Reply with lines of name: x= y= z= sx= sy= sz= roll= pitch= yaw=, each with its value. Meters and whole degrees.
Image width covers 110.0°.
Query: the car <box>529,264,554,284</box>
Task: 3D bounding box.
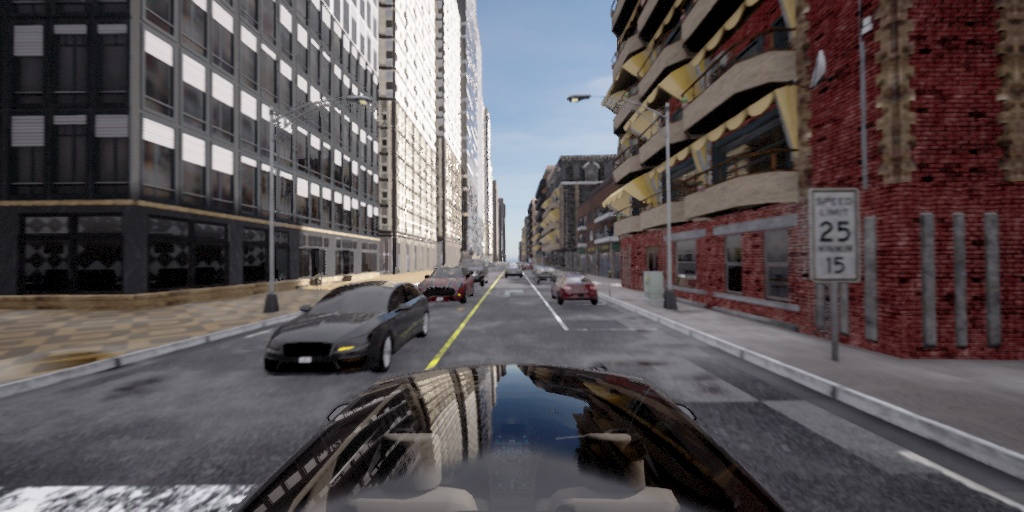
car: x=2.751 y=1.534 z=29.325 sx=2.007 sy=1.370 sz=4.403 roll=0 pitch=0 yaw=0

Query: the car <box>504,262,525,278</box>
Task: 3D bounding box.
car: x=0.176 y=1.678 z=39.970 sx=1.994 sy=1.385 sz=4.181 roll=0 pitch=-1 yaw=1

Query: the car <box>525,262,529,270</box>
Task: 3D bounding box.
car: x=2.833 y=1.915 z=63.214 sx=1.802 sy=1.307 sz=4.207 roll=0 pitch=0 yaw=0

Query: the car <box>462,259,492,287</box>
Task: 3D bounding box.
car: x=-3.041 y=1.240 z=28.003 sx=2.150 sy=2.045 sz=5.566 roll=0 pitch=-1 yaw=1

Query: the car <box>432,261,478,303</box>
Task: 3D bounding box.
car: x=-3.072 y=1.266 z=17.537 sx=2.097 sy=1.767 sz=4.553 roll=0 pitch=-1 yaw=0

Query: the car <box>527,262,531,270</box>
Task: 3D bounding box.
car: x=2.765 y=1.591 z=34.973 sx=2.007 sy=1.370 sz=4.403 roll=0 pitch=0 yaw=0

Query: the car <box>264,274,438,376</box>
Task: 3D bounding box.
car: x=-3.094 y=1.321 z=7.779 sx=1.837 sy=1.490 sz=4.892 roll=0 pitch=-1 yaw=0

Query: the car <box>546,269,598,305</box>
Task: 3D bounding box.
car: x=2.770 y=1.435 z=16.408 sx=1.802 sy=1.307 sz=4.207 roll=0 pitch=0 yaw=0
